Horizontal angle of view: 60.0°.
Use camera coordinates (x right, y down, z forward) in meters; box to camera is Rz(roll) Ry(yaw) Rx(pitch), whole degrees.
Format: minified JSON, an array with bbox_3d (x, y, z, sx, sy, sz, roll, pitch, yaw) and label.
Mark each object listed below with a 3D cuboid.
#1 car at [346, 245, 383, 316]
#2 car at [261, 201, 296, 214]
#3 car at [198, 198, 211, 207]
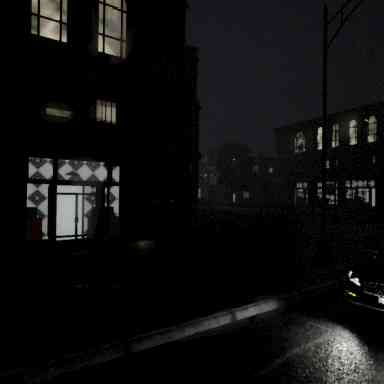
[{"bbox_3d":[5.057,1.505,6.799,4.892,1.490,1.837,0,0,-37],"label":"car"},{"bbox_3d":[9.407,1.622,36.615,2.008,1.369,4.403,1,-1,-27],"label":"car"},{"bbox_3d":[1.337,1.618,52.096,1.887,1.381,4.507,1,-1,-27],"label":"car"}]
